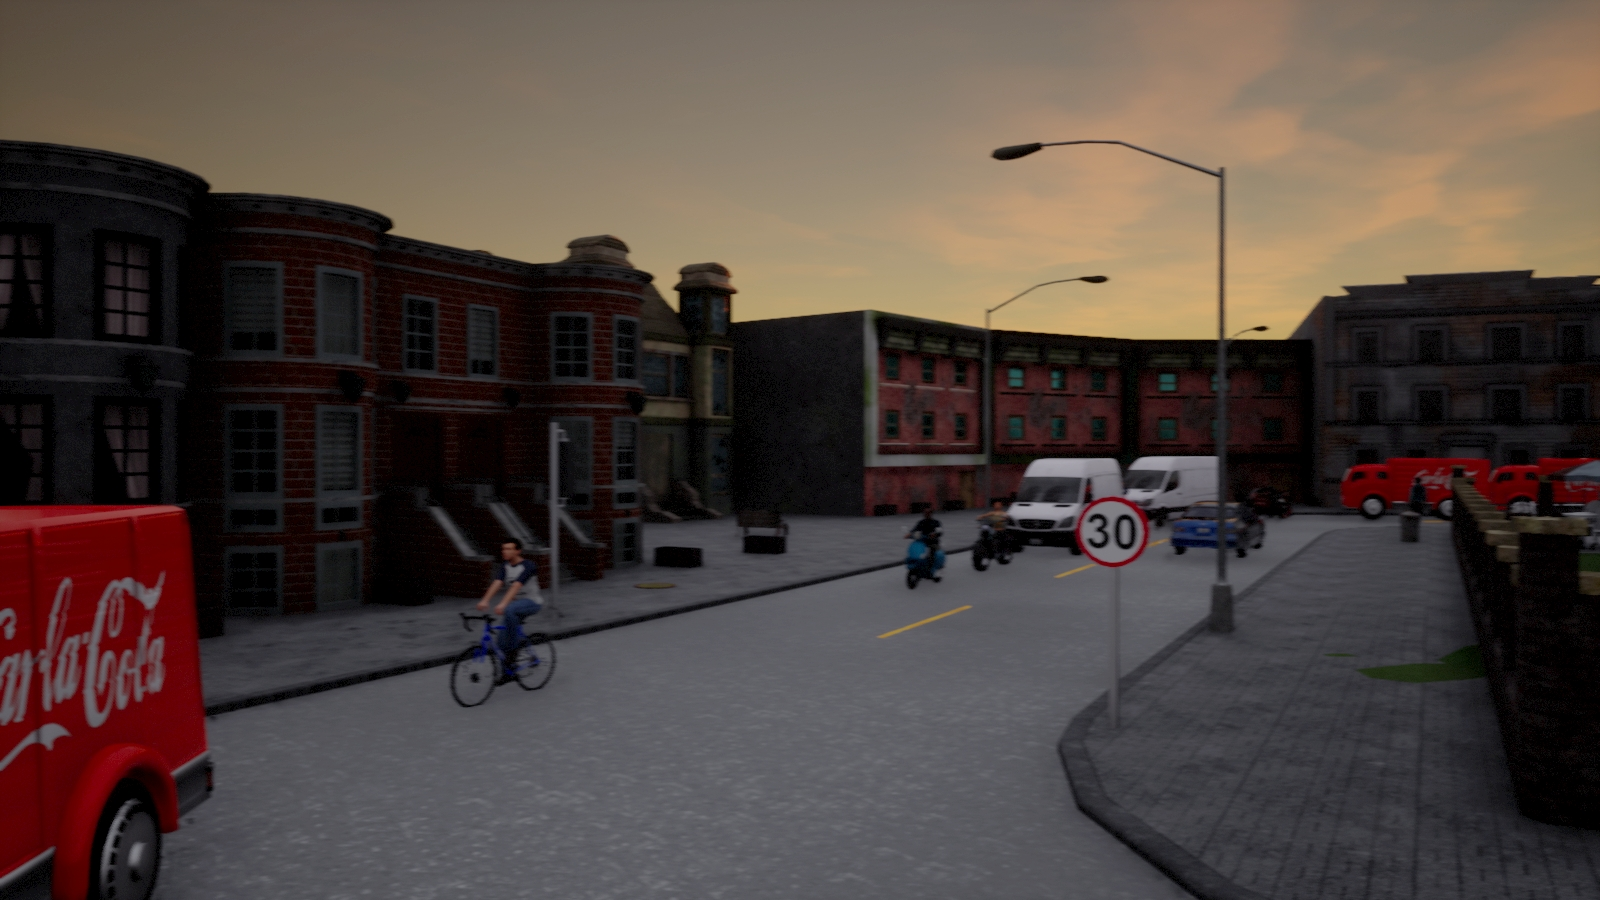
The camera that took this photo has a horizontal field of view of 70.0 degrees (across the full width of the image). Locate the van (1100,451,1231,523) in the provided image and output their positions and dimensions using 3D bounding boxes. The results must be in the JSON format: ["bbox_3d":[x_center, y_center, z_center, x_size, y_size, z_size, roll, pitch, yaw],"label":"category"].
[{"bbox_3d":[13.836,1.306,43.054,5.915,2.561,1.988,0,0,-42],"label":"van"}]

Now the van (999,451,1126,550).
[{"bbox_3d":[7.614,1.307,32.604,1.988,2.561,5.915,0,0,29],"label":"van"}]

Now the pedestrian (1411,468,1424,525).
[{"bbox_3d":[20.255,1.515,37.458,0.375,1.860,0.375,0,0,30],"label":"pedestrian"}]

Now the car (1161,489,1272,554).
[{"bbox_3d":[11.508,1.879,31.336,2.033,1.411,5.357,0,0,29],"label":"car"}]

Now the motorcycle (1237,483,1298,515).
[{"bbox_3d":[19.030,1.976,46.515,2.209,1.251,0.867,0,0,-12],"label":"motorcycle"}]

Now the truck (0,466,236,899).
[{"bbox_3d":[-4.887,1.348,5.164,2.627,2.467,5.204,0,0,-7],"label":"truck"}]

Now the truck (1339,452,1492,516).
[{"bbox_3d":[24.860,1.338,46.431,5.204,2.467,2.627,0,0,22],"label":"truck"}]

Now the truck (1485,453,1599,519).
[{"bbox_3d":[29.538,1.337,44.133,5.204,2.467,2.627,0,0,28],"label":"truck"}]
